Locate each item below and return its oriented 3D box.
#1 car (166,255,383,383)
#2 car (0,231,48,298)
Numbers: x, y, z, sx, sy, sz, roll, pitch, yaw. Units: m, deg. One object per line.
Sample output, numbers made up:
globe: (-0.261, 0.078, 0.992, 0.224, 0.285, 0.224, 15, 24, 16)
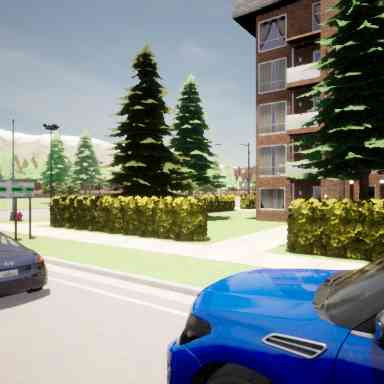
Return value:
car: (2.411, 1.221, 2.270, 5.566, 2.045, 2.150, 0, 0, 36)
car: (-5.207, 1.564, 7.672, 4.181, 1.385, 1.994, 0, 0, 36)
